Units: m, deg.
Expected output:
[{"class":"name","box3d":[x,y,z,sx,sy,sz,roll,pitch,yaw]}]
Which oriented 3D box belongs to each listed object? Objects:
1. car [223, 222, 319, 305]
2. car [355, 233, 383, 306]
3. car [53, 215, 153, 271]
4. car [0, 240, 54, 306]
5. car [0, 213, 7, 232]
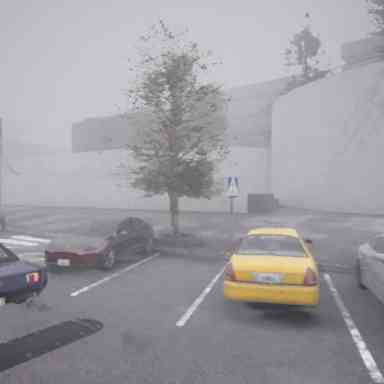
[{"class":"car","box3d":[2.015,1.517,8.257,1.946,1.575,5.366,-1,-1,16]},{"class":"car","box3d":[4.420,1.529,6.336,2.002,1.452,4.674,0,-1,15]},{"class":"car","box3d":[-2.921,1.593,11.537,2.163,1.488,4.792,0,-1,15]},{"class":"car","box3d":[-5.207,1.669,7.096,4.718,1.301,1.895,-1,0,36]},{"class":"car","box3d":[-12.693,1.680,18.512,2.163,1.488,4.792,0,-1,15]}]
